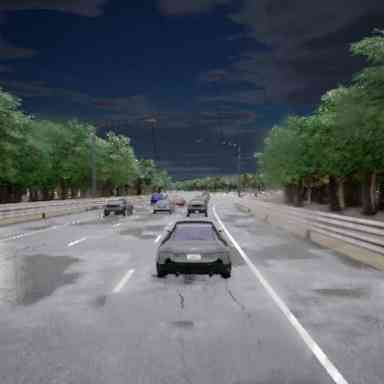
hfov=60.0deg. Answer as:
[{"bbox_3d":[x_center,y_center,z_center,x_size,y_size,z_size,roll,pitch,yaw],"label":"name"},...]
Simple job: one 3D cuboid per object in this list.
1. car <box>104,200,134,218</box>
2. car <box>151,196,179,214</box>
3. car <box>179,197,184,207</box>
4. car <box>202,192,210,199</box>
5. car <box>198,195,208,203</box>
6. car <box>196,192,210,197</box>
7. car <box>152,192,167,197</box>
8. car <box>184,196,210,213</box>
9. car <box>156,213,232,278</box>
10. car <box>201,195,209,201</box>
[{"bbox_3d":[-6.455,1.446,29.700,1.837,1.490,4.892,0,0,2],"label":"car"},{"bbox_3d":[-2.786,1.482,34.089,2.033,1.411,5.357,0,0,2],"label":"car"},{"bbox_3d":[-2.068,1.449,50.446,1.994,1.385,4.181,0,0,3],"label":"car"},{"bbox_3d":[3.754,0.920,89.644,2.150,2.045,5.566,0,0,4],"label":"car"},{"bbox_3d":[2.289,1.339,66.723,1.812,1.442,4.674,0,0,4],"label":"car"},{"bbox_3d":[1.253,1.246,48.924,2.097,1.767,4.553,0,0,3],"label":"car"},{"bbox_3d":[-5.379,1.083,55.219,2.150,2.045,5.566,0,0,3],"label":"car"},{"bbox_3d":[0.520,1.451,31.129,1.837,1.490,4.892,0,0,2],"label":"car"},{"bbox_3d":[0.068,1.553,10.145,1.994,1.385,4.181,0,0,1],"label":"car"},{"bbox_3d":[3.057,1.344,78.755,1.895,1.301,4.718,0,0,4],"label":"car"}]
